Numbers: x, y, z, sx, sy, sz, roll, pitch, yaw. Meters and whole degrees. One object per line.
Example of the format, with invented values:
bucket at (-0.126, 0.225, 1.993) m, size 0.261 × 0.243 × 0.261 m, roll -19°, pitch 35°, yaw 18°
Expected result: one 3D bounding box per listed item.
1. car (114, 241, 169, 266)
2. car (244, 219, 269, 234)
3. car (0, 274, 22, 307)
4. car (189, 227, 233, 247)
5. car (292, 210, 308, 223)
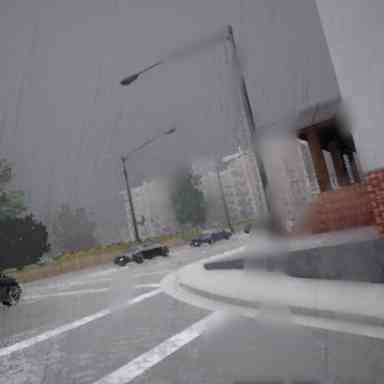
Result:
car at (-3.583, 4.287, 23.767) m, size 1.994 × 1.385 × 4.181 m, roll -17°, pitch -9°, yaw 35°
car at (7.706, 3.976, 39.412) m, size 1.994 × 1.385 × 4.181 m, roll -17°, pitch -9°, yaw 35°
car at (-6.858, 3.078, 9.823) m, size 2.128 × 1.511 × 4.902 m, roll -11°, pitch -7°, yaw -7°
car at (1.857, 4.123, 31.325) m, size 2.033 × 1.411 × 5.357 m, roll -17°, pitch -9°, yaw 35°
car at (14.156, 3.001, 42.227) m, size 1.994 × 1.385 × 4.181 m, roll -17°, pitch -9°, yaw 35°
